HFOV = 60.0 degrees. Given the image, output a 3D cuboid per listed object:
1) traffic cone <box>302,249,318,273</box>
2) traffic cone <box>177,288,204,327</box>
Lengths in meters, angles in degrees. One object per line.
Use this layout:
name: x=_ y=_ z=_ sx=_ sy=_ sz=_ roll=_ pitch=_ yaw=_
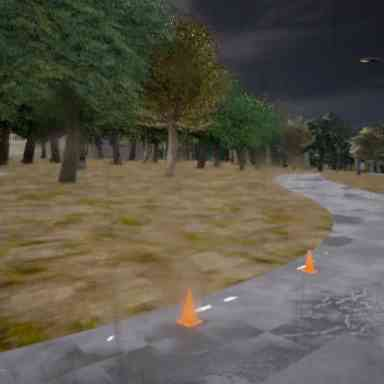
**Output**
traffic cone: x=3.186 y=1.852 z=9.000 sx=0.340 sy=0.580 sz=0.340 roll=0 pitch=2 yaw=40
traffic cone: x=-0.033 y=1.943 z=5.715 sx=0.340 sy=0.580 sz=0.340 roll=-1 pitch=1 yaw=-41
